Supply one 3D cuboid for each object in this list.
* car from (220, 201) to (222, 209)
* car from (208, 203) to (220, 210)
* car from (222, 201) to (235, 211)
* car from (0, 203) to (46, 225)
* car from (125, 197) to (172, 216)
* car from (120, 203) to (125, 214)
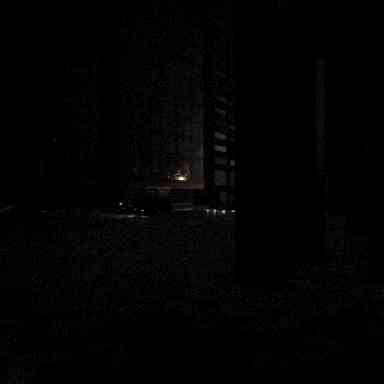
[{"bbox_3d":[7.186,2.166,54.904,1.882,1.535,5.008,0,-1,36],"label":"car"},{"bbox_3d":[4.584,2.251,56.851,1.837,1.490,4.892,0,-1,36],"label":"car"},{"bbox_3d":[6.979,2.148,48.986,2.033,1.411,5.357,0,-1,36],"label":"car"},{"bbox_3d":[-13.793,1.722,26.000,1.812,1.442,4.674,0,-1,36],"label":"car"},{"bbox_3d":[-4.630,1.629,38.707,2.150,2.045,5.566,0,-1,36],"label":"car"},{"bbox_3d":[-6.458,1.659,41.727,2.150,2.045,5.566,0,-1,36],"label":"car"}]
